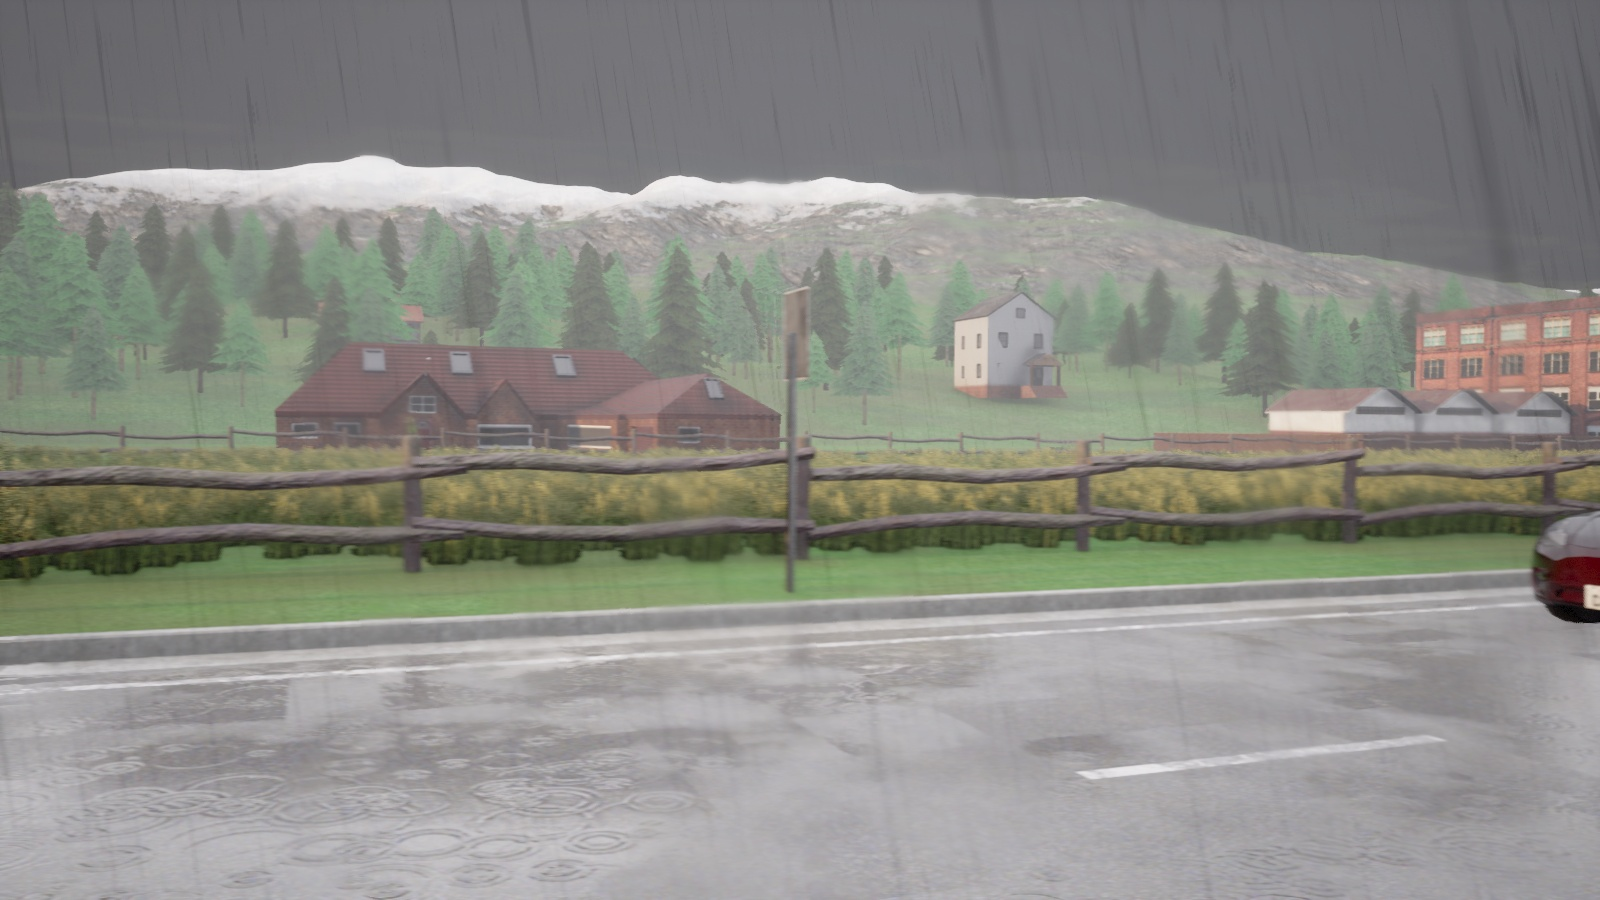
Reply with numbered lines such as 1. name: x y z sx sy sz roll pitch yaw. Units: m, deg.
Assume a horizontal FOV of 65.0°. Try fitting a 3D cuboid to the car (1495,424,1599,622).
1. car: 8.332 0.511 10.145 4.792 1.488 2.163 -1 1 -21
